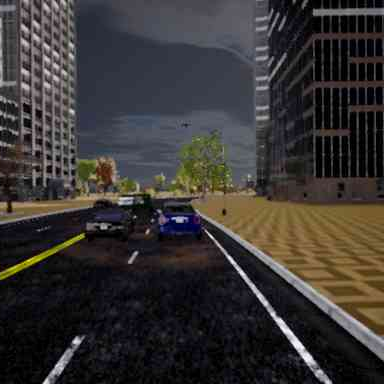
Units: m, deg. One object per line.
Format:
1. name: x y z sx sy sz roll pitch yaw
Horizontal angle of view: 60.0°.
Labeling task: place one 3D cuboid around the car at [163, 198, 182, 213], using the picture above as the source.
1. car: -2.183 1.478 37.330 2.033 1.411 5.357 0 0 -3

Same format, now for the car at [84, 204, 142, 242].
1. car: -3.882 1.538 16.496 2.033 1.411 5.357 0 0 -4

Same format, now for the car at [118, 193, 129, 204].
1. car: -9.337 1.194 48.796 2.150 2.045 5.566 0 0 -1

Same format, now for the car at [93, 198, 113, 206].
1. car: -12.536 1.563 46.903 1.994 1.385 4.181 0 0 -2

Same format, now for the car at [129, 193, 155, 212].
1. car: -5.469 1.178 37.858 2.150 2.045 5.566 -1 0 -3

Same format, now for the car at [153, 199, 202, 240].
1. car: -0.688 1.314 17.011 2.097 1.767 4.553 0 0 -4
